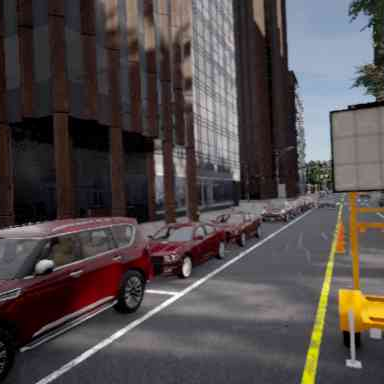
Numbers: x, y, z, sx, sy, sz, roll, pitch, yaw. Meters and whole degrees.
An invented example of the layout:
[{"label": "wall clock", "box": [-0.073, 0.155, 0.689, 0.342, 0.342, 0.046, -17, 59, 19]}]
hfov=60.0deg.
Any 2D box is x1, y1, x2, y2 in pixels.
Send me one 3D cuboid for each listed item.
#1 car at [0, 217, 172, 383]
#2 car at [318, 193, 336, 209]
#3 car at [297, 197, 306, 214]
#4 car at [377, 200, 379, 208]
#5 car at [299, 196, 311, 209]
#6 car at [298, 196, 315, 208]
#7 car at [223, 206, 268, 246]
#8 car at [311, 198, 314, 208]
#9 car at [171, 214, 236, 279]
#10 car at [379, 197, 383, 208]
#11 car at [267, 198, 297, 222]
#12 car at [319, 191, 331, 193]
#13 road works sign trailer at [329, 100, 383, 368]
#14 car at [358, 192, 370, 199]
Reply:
[{"label": "car", "box": [-2.574, 1.470, 5.641, 2.192, 1.841, 5.009, -3, -1, 25]}, {"label": "car", "box": [16.106, 1.228, 39.660, 2.033, 1.411, 5.357, -3, -1, 25]}, {"label": "car", "box": [8.827, 1.451, 30.431, 2.008, 1.369, 4.403, -3, -1, 25]}, {"label": "car", "box": [18.845, 1.064, 31.832, 1.947, 1.339, 4.313, -3, -1, 25]}, {"label": "car", "box": [11.105, 1.394, 35.390, 1.887, 1.381, 4.507, -3, -1, 25]}, {"label": "car", "box": [15.590, 1.277, 45.152, 1.752, 1.417, 4.829, -3, -1, 25]}, {"label": "car", "box": [1.992, 1.596, 15.556, 1.887, 1.381, 4.507, -3, -1, 25]}, {"label": "car", "box": [13.379, 1.240, 40.349, 1.967, 1.590, 4.097, -3, -1, 25]}, {"label": "car", "box": [-0.286, 1.647, 10.597, 1.887, 1.381, 4.507, -3, -1, 25]}, {"label": "car", "box": [16.636, 1.072, 27.029, 1.752, 1.417, 4.829, -3, -1, 25]}, {"label": "car", "box": [6.544, 1.391, 25.474, 1.967, 1.590, 4.097, -3, -1, 25]}, {"label": "car", "box": [31.270, 0.732, 79.298, 2.192, 1.841, 5.009, -3, -1, 25]}, {"label": "road works sign trailer", "box": [3.460, 0.363, 5.067, 2.380, 3.560, 2.880, -3, -1, 25]}, {"label": "car", "box": [36.744, 0.553, 70.797, 1.967, 1.590, 4.097, -3, -1, 25]}]
